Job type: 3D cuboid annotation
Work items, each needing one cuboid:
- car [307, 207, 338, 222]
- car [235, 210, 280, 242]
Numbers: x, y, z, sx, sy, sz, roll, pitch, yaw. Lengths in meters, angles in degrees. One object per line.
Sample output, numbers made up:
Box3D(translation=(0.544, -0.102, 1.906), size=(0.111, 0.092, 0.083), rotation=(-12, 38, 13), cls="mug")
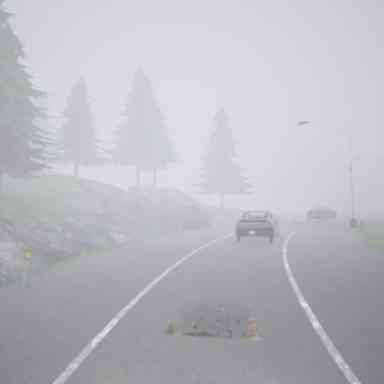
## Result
Box3D(translation=(13.820, 2.310, 35.193), size=(1.882, 1.535, 5.008), rotation=(-4, -5, 40), cls="car")
Box3D(translation=(3.564, 1.730, 17.707), size=(2.128, 1.511, 4.902), rotation=(-2, -2, 19), cls="car")
